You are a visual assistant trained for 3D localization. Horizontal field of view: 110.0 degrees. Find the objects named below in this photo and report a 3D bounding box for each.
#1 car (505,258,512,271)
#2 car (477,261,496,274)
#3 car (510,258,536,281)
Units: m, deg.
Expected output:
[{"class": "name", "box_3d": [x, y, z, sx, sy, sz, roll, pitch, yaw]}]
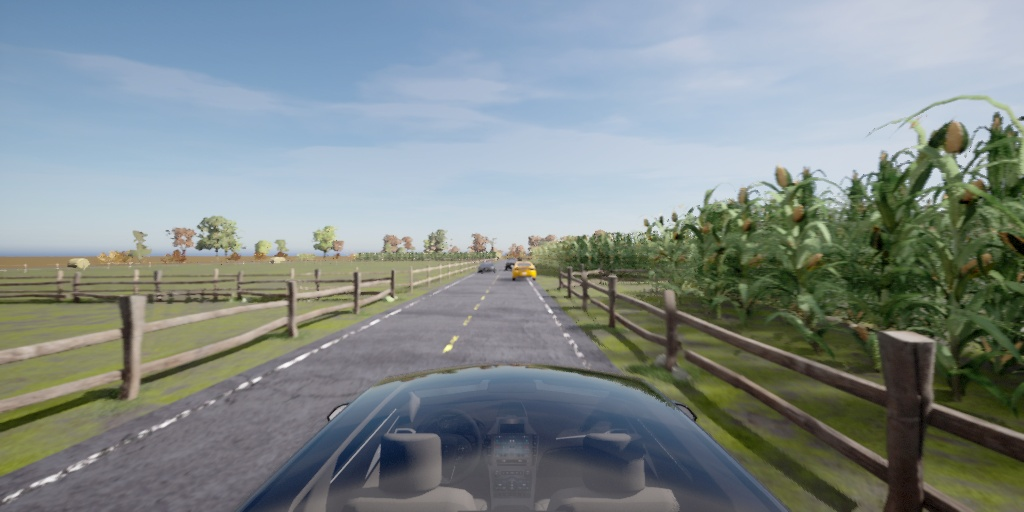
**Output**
[{"class": "car", "box_3d": [0.014, 1.212, 49.922, 1.882, 1.535, 5.008, 0, 0, 0]}, {"class": "car", "box_3d": [-2.829, 1.300, 41.417, 1.994, 1.385, 4.181, 0, 0, 0]}, {"class": "car", "box_3d": [0.966, 1.217, 30.327, 1.882, 1.535, 5.008, 0, 0, 0]}]
